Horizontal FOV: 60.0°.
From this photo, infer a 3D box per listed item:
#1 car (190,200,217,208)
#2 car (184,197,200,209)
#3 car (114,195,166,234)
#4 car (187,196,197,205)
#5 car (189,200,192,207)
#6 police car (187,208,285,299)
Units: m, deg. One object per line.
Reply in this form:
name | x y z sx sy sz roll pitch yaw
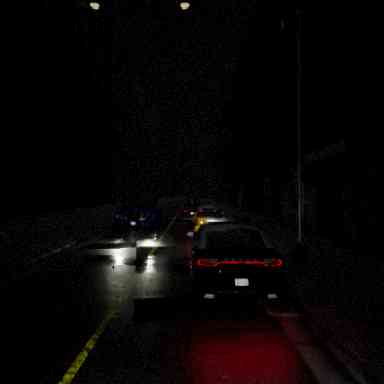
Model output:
car | 0.904 1.469 18.690 1.801 1.575 5.366 0 0 0
car | 0.026 1.414 46.589 2.097 1.767 4.553 0 0 0
car | -2.996 1.236 19.714 2.150 2.045 5.566 0 0 0
car | 0.014 1.574 60.332 1.882 1.535 5.008 0 0 0
car | 0.906 1.547 24.500 1.812 1.442 4.674 0 0 0
police car | 0.902 1.430 8.608 1.930 1.638 5.238 0 0 0
